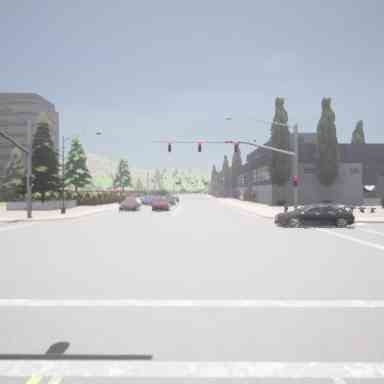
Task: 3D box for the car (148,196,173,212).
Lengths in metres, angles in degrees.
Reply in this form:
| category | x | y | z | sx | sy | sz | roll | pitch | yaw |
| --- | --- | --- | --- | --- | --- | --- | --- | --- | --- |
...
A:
| category | x | y | z | sx | sy | sz | roll | pitch | yaw |
| --- | --- | --- | --- | --- | --- | --- | --- | --- | --- |
| car | -3.620 | 1.462 | 39.111 | 1.882 | 1.535 | 5.008 | 0 | 1 | 0 |

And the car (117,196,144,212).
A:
| category | x | y | z | sx | sy | sz | roll | pitch | yaw |
| --- | --- | --- | --- | --- | --- | --- | --- | --- | --- |
| car | -7.120 | 1.510 | 38.258 | 1.812 | 1.442 | 4.674 | 0 | 0 | 0 |

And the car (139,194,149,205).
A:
| category | x | y | z | sx | sy | sz | roll | pitch | yaw |
| --- | --- | --- | --- | --- | --- | --- | --- | --- | --- |
| car | -7.114 | 1.503 | 54.300 | 1.812 | 1.442 | 4.674 | 0 | 0 | 0 |

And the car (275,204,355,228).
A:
| category | x | y | z | sx | sy | sz | roll | pitch | yaw |
| --- | --- | --- | --- | --- | --- | --- | --- | --- | --- |
| car | 7.793 | 1.562 | 21.272 | 4.892 | 1.490 | 1.837 | 0 | 0 | 0 |

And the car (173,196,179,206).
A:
| category | x | y | z | sx | sy | sz | roll | pitch | yaw |
| --- | --- | --- | --- | --- | --- | --- | --- | --- | --- |
| car | -3.614 | 1.478 | 54.282 | 1.837 | 1.490 | 4.892 | 0 | 1 | 0 |

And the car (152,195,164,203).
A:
| category | x | y | z | sx | sy | sz | roll | pitch | yaw |
| --- | --- | --- | --- | --- | --- | --- | --- | --- | --- |
| car | -7.038 | 1.486 | 69.150 | 2.128 | 1.511 | 4.902 | 0 | 0 | 0 |
